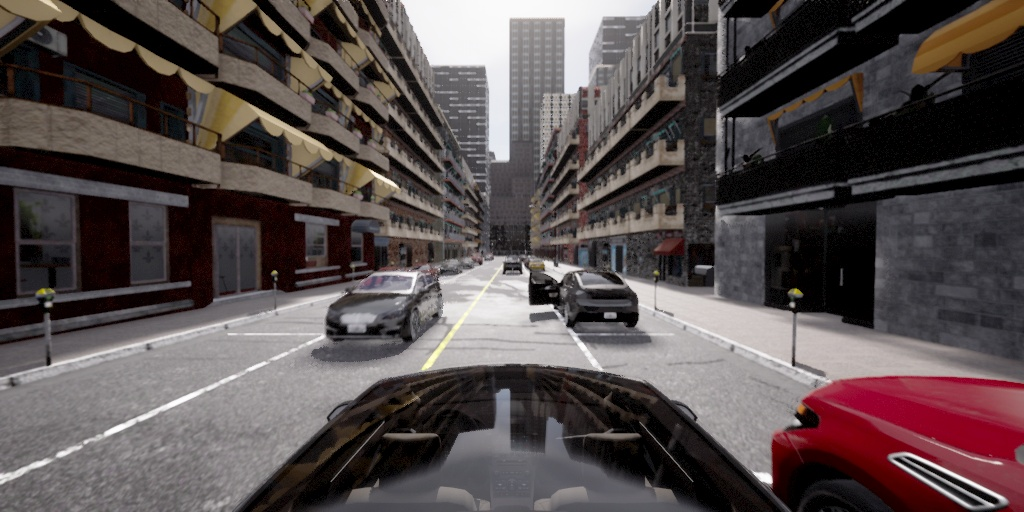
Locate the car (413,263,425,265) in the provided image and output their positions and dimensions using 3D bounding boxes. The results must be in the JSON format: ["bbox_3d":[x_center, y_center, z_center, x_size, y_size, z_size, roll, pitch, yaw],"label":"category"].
[{"bbox_3d":[-5.683,1.176,17.038,1.802,1.307,4.207,0,0,0],"label":"car"}]

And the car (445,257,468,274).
[{"bbox_3d":[-5.673,0.975,33.844,2.007,1.370,4.403,0,0,0],"label":"car"}]

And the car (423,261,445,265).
[{"bbox_3d":[-5.680,1.119,22.640,1.802,1.307,4.207,0,0,0],"label":"car"}]

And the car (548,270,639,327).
[{"bbox_3d":[2.360,1.161,11.028,1.837,1.490,4.892,0,1,0],"label":"car"}]

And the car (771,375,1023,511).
[{"bbox_3d":[2.688,1.080,0.200,2.192,1.841,5.009,0,0,0],"label":"car"}]

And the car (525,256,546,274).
[{"bbox_3d":[2.711,0.895,39.582,1.751,1.417,4.829,0,0,0],"label":"car"}]

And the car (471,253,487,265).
[{"bbox_3d":[-5.660,0.514,56.251,2.192,1.841,5.009,0,0,0],"label":"car"}]

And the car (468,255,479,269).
[{"bbox_3d":[-5.666,0.862,45.047,2.007,1.370,4.403,0,0,0],"label":"car"}]

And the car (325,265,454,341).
[{"bbox_3d":[-3.094,1.161,9.613,2.128,1.511,4.902,0,1,0],"label":"car"}]

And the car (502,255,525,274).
[{"bbox_3d":[0.077,0.915,35.498,1.837,1.490,4.892,0,1,0],"label":"car"}]
